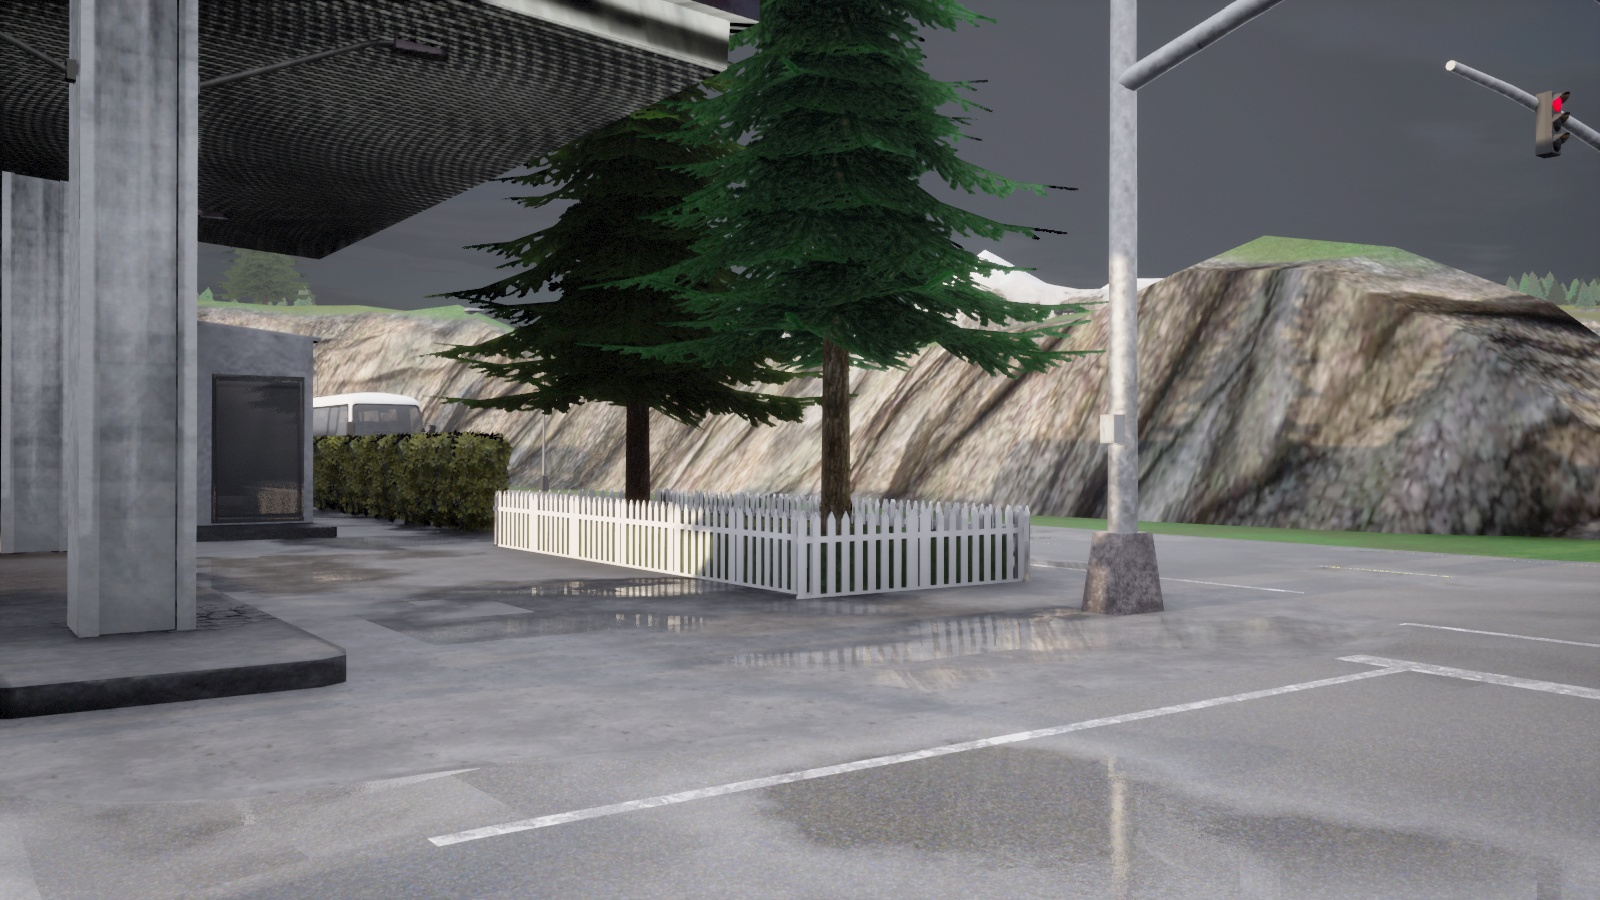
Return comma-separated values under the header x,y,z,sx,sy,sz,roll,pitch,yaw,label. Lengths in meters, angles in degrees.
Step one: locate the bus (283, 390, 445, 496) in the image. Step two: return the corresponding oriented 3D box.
x,y,z,sx,sy,sz,roll,pitch,yaw,label
-19.452,-0.263,55.447,3.944,4.253,10.273,0,0,-36,bus
